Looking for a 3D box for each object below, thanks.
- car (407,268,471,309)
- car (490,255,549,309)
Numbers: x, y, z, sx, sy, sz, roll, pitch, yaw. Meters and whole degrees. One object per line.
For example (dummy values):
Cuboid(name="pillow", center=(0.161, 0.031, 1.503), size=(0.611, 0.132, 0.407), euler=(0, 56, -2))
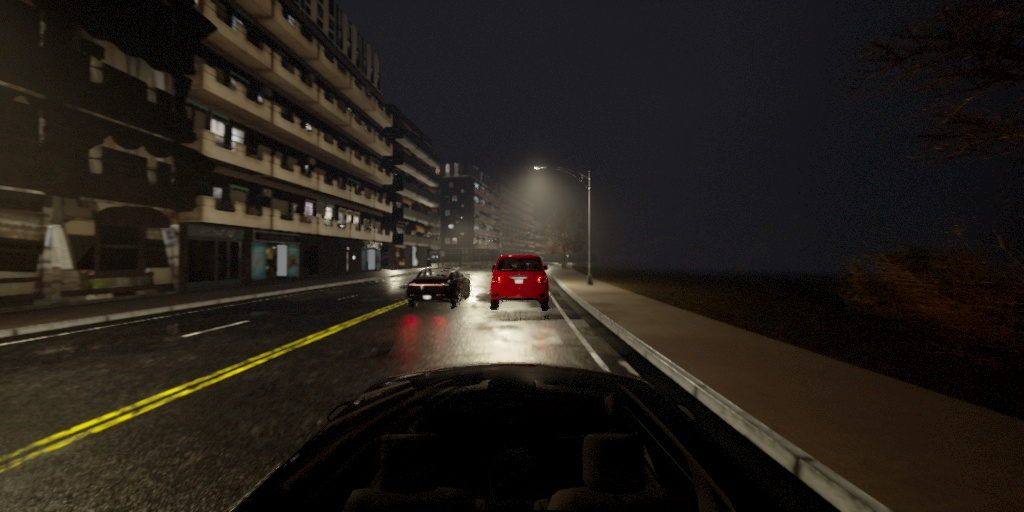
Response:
Cuboid(name="car", center=(-2.904, 1.231, 15.008), size=(2.128, 1.511, 4.902), euler=(0, 0, 2))
Cuboid(name="car", center=(0.331, 0.967, 14.967), size=(2.150, 2.045, 5.566), euler=(0, 0, 2))
